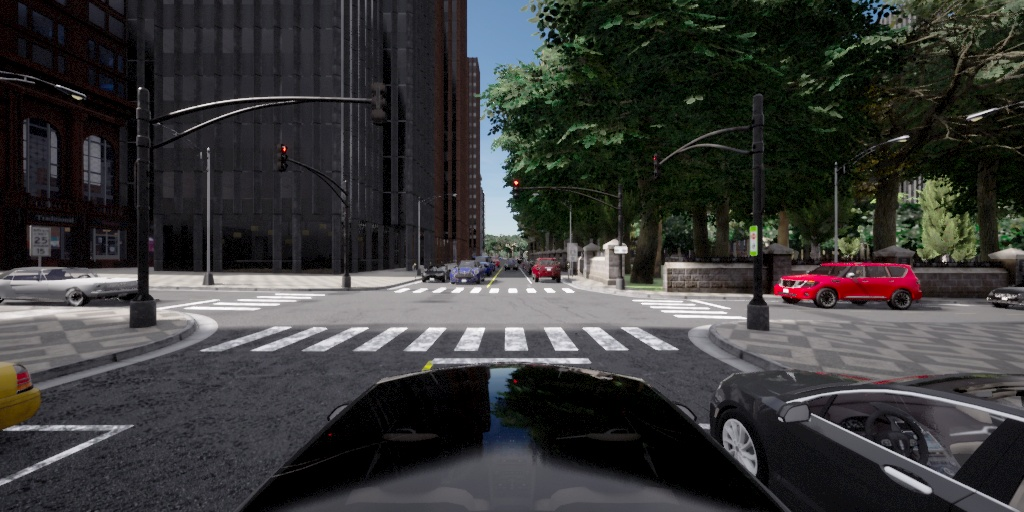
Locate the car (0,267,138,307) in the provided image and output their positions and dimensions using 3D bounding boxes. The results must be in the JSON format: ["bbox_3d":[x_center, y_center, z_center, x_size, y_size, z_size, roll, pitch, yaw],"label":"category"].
[{"bbox_3d":[-16.479,1.068,13.130,4.718,1.301,1.895,1,0,-1],"label":"car"}]

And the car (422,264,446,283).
[{"bbox_3d":[-5.851,1.326,28.389,1.948,1.339,4.313,0,0,0],"label":"car"}]

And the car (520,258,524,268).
[{"bbox_3d":[2.599,1.334,50.253,2.007,1.370,4.403,0,0,0],"label":"car"}]

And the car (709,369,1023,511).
[{"bbox_3d":[2.764,1.300,1.763,2.007,1.370,4.403,0,0,0],"label":"car"}]

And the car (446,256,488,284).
[{"bbox_3d":[-3.248,1.111,26.826,2.097,1.767,4.553,0,0,1],"label":"car"}]

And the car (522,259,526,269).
[{"bbox_3d":[2.618,1.328,44.796,2.007,1.370,4.403,0,0,0],"label":"car"}]

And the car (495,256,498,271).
[{"bbox_3d":[-3.242,1.132,46.768,2.097,1.767,4.553,0,0,0],"label":"car"}]

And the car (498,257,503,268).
[{"bbox_3d":[-3.212,1.023,62.082,2.150,2.045,5.566,0,0,0],"label":"car"}]

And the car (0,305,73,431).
[{"bbox_3d":[-5.760,1.275,1.555,1.751,1.417,4.829,0,0,0],"label":"car"}]

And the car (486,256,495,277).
[{"bbox_3d":[-3.213,0.991,36.589,2.150,2.045,5.566,0,0,0],"label":"car"}]

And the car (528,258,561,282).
[{"bbox_3d":[2.674,1.075,28.428,2.192,1.841,5.009,0,0,0],"label":"car"}]

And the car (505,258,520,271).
[{"bbox_3d":[-0.064,1.385,50.741,1.895,1.301,4.718,0,0,0],"label":"car"}]

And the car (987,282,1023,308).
[{"bbox_3d":[25.351,1.800,16.701,4.892,1.490,1.837,1,0,0],"label":"car"}]

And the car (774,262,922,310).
[{"bbox_3d":[15.441,1.313,16.616,5.566,2.045,2.150,1,0,-1],"label":"car"}]

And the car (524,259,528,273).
[{"bbox_3d":[2.637,1.337,39.340,1.948,1.339,4.313,0,0,0],"label":"car"}]
